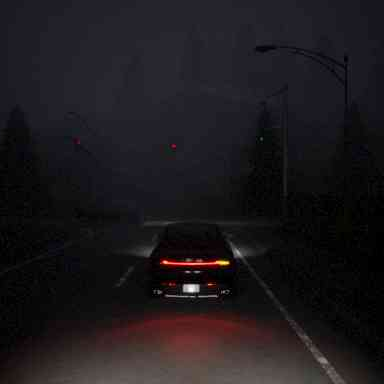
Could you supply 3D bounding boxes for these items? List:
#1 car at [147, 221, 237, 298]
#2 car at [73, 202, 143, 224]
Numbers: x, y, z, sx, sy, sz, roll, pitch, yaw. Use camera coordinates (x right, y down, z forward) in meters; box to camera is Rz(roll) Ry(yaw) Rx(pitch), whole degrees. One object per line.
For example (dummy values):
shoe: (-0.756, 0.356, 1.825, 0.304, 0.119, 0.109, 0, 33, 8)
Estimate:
car: (0.028, 1.505, 8.477, 1.837, 1.490, 4.892, 0, 0, 1)
car: (-6.015, 1.493, 24.016, 4.902, 1.511, 2.128, 0, 0, 1)
